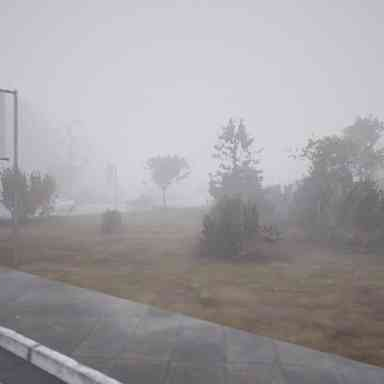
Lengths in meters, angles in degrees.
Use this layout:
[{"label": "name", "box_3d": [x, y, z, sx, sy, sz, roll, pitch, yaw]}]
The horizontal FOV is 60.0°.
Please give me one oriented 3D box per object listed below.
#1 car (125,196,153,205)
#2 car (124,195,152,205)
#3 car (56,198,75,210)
[{"label": "car", "box_3d": [-8.294, 1.356, 52.238, 1.882, 1.535, 5.008, 0, 1, 39]}, {"label": "car", "box_3d": [-9.196, 1.364, 56.713, 1.812, 1.442, 4.674, 0, 1, 39]}, {"label": "car", "box_3d": [-16.872, 1.515, 41.483, 1.812, 1.442, 4.674, 0, 0, 38]}]
